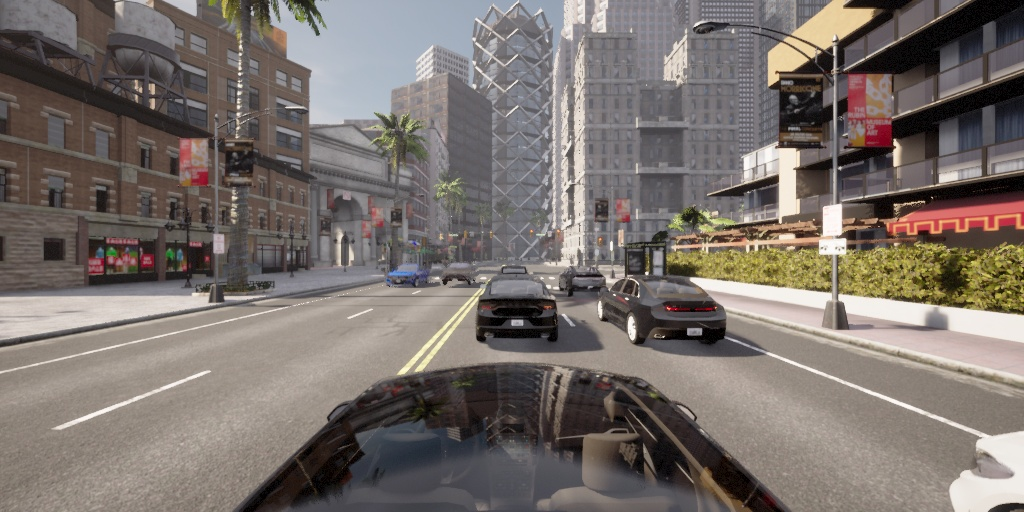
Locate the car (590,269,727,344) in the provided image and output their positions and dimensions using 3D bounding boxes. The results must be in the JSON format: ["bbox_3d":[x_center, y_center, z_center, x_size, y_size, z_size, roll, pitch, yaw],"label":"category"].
[{"bbox_3d":[3.609,1.255,9.523,1.837,1.490,4.892,0,0,0],"label":"car"}]

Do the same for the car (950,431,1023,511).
[{"bbox_3d":[3.662,1.276,0.219,1.812,1.442,4.674,0,0,-1],"label":"car"}]

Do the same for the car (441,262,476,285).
[{"bbox_3d":[-3.500,1.096,24.579,2.033,1.411,5.357,0,0,0],"label":"car"}]

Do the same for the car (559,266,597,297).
[{"bbox_3d":[3.602,1.241,18.929,2.128,1.511,4.902,0,0,0],"label":"car"}]

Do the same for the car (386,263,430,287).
[{"bbox_3d":[-7.000,1.265,24.579,1.882,1.535,5.008,0,0,0],"label":"car"}]

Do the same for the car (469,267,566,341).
[{"bbox_3d":[0.109,1.228,9.878,1.882,1.535,5.008,0,0,0],"label":"car"}]
